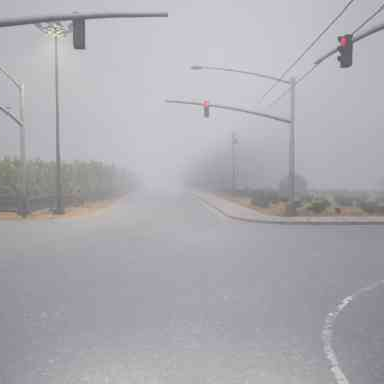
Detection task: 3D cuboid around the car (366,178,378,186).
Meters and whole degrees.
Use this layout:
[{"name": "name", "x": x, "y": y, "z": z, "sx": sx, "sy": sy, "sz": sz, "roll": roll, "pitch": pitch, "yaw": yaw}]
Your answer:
[{"name": "car", "x": 42.117, "y": -2.271, "z": 77.574, "sx": 1.905, "sy": 1.878, "sz": 3.866, "roll": 10, "pitch": 10, "yaw": 41}]
